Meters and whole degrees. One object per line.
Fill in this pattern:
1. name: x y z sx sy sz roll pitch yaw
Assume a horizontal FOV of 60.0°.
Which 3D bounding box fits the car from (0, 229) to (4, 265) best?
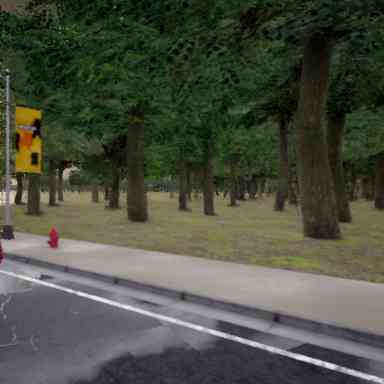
1. car: -7.190 1.195 8.799 5.566 2.045 2.150 0 0 35
